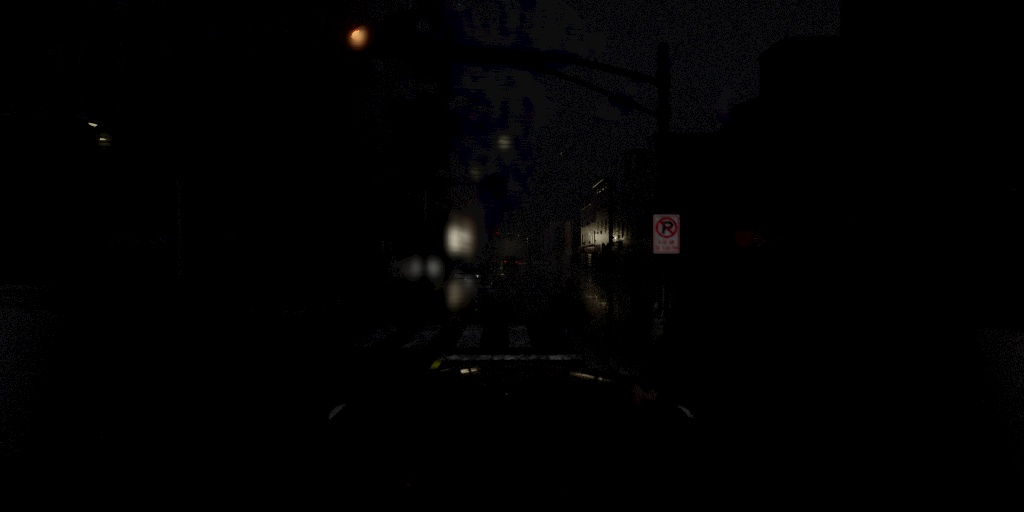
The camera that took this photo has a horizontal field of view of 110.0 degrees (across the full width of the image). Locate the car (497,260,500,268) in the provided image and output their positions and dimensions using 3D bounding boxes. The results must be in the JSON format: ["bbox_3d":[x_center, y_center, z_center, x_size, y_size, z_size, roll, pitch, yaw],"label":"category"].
[{"bbox_3d":[-2.984,1.368,62.269,1.895,1.301,4.718,0,0,0],"label":"car"}]

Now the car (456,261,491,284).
[{"bbox_3d":[-2.944,1.300,26.929,2.033,1.411,5.357,0,0,0],"label":"car"}]

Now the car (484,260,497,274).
[{"bbox_3d":[-2.997,1.261,40.945,1.837,1.490,4.892,0,0,0],"label":"car"}]

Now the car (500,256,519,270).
[{"bbox_3d":[-0.194,0.984,52.552,2.150,2.045,5.566,0,0,0],"label":"car"}]
